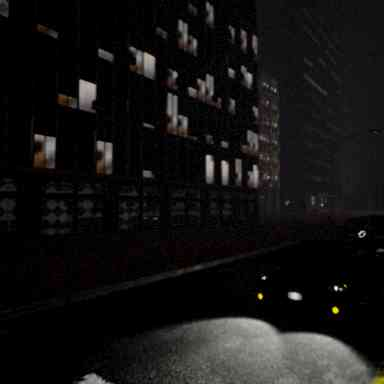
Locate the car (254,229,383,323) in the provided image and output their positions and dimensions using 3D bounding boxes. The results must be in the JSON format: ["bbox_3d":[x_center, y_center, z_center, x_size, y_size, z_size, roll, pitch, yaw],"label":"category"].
[{"bbox_3d":[3.148,1.804,7.776,1.994,1.385,4.181,-2,-3,38],"label":"car"}]

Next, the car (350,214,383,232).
[{"bbox_3d":[9.088,1.839,15.274,2.097,1.767,4.553,-2,-3,39],"label":"car"}]

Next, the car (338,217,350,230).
[{"bbox_3d":[10.960,2.281,21.781,1.947,1.339,4.313,-1,-2,38],"label":"car"}]

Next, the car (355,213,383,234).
[{"bbox_3d":[14.464,2.410,26.201,2.008,1.369,4.403,-1,-2,38],"label":"car"}]
